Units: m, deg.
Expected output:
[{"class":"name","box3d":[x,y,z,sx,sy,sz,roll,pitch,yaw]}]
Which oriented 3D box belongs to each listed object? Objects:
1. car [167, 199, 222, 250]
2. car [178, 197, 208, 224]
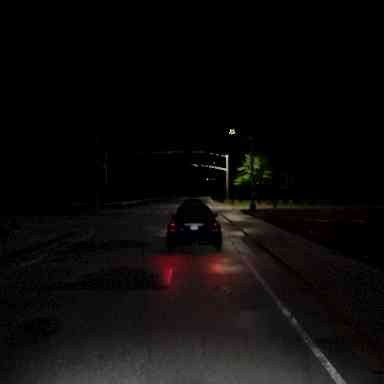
[{"class":"car","box3d":[0.084,1.325,14.328,2.097,1.767,4.553,-1,0,0]},{"class":"car","box3d":[0.081,1.288,25.220,2.097,1.767,4.553,0,0,0]}]
